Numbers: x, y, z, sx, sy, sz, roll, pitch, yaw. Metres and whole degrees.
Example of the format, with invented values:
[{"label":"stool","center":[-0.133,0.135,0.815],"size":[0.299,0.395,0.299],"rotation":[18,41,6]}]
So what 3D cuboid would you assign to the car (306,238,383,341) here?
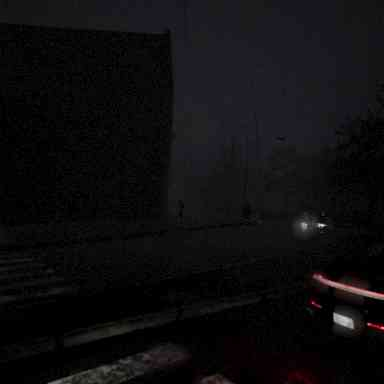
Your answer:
[{"label":"car","center":[4.136,1.509,5.624],"size":[4.902,1.511,2.128],"rotation":[0,0,-29]}]

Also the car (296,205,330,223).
[{"label":"car","center":[11.940,2.143,33.588],"size":[2.097,1.767,4.553],"rotation":[3,-2,8]}]

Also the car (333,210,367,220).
[{"label":"car","center":[25.271,3.689,53.172],"size":[4.674,1.442,1.812],"rotation":[3,-2,-11]}]

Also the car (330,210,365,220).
[{"label":"car","center":[22.361,3.410,48.872],"size":[5.357,1.411,2.033],"rotation":[4,-2,-25]}]
